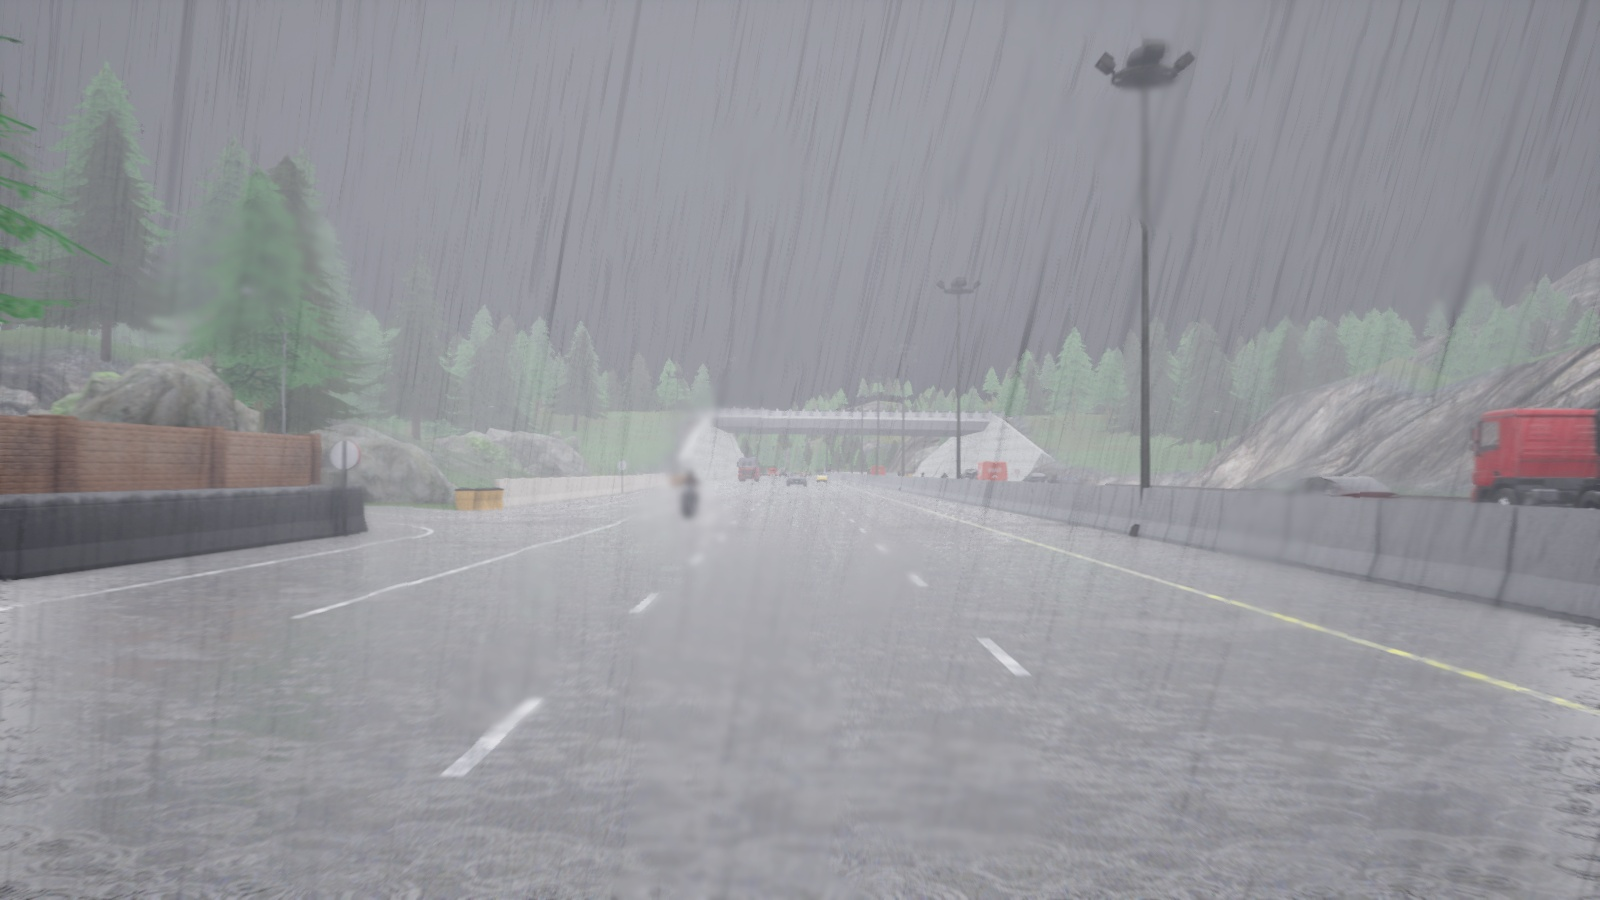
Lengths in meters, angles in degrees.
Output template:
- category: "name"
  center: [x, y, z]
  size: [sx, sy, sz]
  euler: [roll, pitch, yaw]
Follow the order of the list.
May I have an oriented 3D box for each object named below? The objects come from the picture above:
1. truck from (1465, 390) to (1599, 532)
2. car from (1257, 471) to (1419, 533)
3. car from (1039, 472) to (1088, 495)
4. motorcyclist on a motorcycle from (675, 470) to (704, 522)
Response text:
- category: "truck"
  center: [20.916, 0.298, 32.764]
  size: [2.891, 3.462, 7.936]
  euler: [0, -1, 0]
- category: "car"
  center: [13.920, 1.309, 32.863]
  size: [2.163, 1.488, 4.792]
  euler: [0, -1, 0]
- category: "car"
  center: [17.299, 2.177, 82.700]
  size: [2.033, 1.411, 5.357]
  euler: [0, -1, 0]
- category: "motorcyclist on a motorcycle"
  center: [-3.600, 1.468, 41.115]
  size: [0.766, 1.649, 2.350]
  euler: [0, -1, 0]
